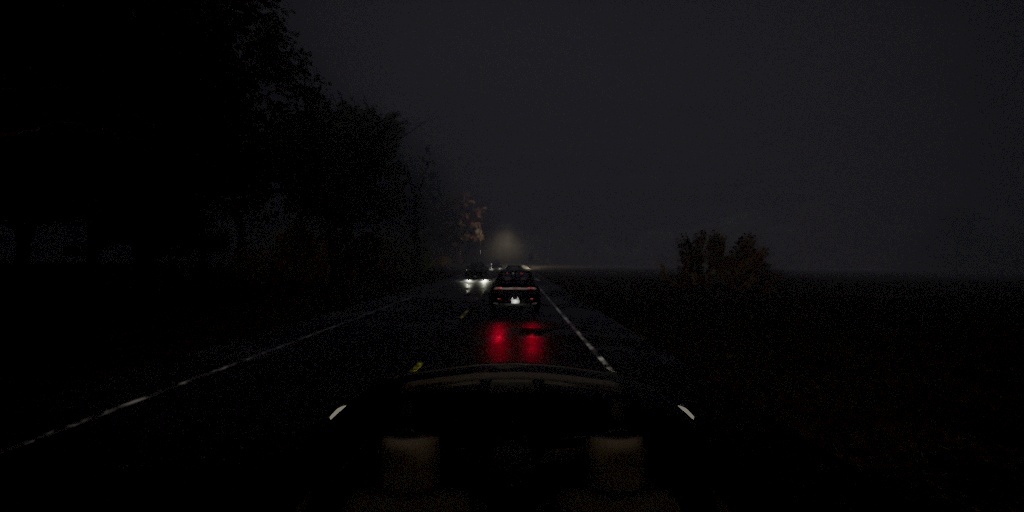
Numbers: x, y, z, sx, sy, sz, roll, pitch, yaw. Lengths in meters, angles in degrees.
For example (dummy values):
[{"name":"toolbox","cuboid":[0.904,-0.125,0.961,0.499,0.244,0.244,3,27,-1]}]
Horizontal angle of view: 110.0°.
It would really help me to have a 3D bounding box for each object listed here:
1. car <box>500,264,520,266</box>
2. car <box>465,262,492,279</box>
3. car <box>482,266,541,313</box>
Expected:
[{"name":"car","cuboid":[0.212,1.540,32.877,2.033,1.411,5.357,0,0,0]},{"name":"car","cuboid":[-3.469,1.370,36.201,2.097,1.767,4.553,0,0,0]},{"name":"car","cuboid":[0.132,1.345,14.676,2.128,1.511,4.902,0,0,0]}]
